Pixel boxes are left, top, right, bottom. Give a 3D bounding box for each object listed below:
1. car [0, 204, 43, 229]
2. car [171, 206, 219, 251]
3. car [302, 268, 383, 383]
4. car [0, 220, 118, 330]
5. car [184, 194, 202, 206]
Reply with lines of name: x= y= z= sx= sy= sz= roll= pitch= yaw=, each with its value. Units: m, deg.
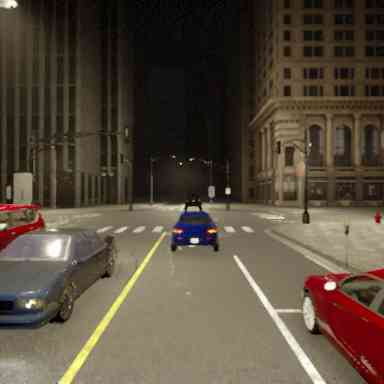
car: x=-5.850 y=1.315 z=9.285 sx=2.192 sy=1.841 sz=5.009 roll=0 pitch=0 yaw=0
car: x=0.130 y=1.527 z=13.915 sx=1.812 sy=1.442 sz=4.674 roll=0 pitch=0 yaw=1
car: x=2.674 y=1.544 z=3.824 sx=1.887 sy=1.381 sz=4.507 roll=0 pitch=0 yaw=0
car: x=-3.042 y=1.547 z=7.427 sx=2.033 sy=1.411 sz=5.357 roll=0 pitch=0 yaw=1
car: x=0.158 y=1.259 z=44.436 sx=2.150 sy=2.045 sz=5.566 roll=0 pitch=0 yaw=0
